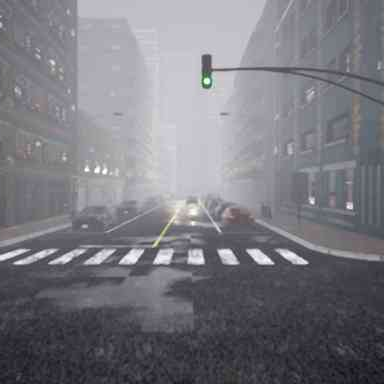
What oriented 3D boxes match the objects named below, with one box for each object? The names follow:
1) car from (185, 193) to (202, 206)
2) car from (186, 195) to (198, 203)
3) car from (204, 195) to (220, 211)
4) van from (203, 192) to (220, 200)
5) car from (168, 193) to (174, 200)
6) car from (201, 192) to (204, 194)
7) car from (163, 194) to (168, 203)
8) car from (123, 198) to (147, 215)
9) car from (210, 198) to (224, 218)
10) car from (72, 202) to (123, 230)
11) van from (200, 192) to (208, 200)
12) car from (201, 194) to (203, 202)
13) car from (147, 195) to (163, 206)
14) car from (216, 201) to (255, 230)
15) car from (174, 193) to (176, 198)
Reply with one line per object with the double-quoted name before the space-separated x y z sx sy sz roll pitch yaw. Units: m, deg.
"car" 0.007 1.230 48.891 2.033 1.411 5.357 0 0 0
"car" 0.010 1.183 59.314 1.994 1.385 4.181 0 0 0
"car" 2.690 1.305 36.422 1.887 1.381 4.507 0 0 0
"van" 2.689 1.067 41.944 1.690 1.788 3.998 0 0 0
"car" -5.686 1.051 74.929 1.752 1.417 4.829 0 0 0
"car" 2.693 1.114 64.208 1.752 1.417 4.829 -1 0 0
"car" -5.688 1.206 58.529 1.802 1.307 4.206 0 0 0
"car" -5.692 1.362 30.912 1.947 1.339 4.313 0 0 0
"car" 2.688 1.397 25.375 1.947 1.339 4.313 0 0 0
"car" -5.694 1.433 19.865 1.947 1.339 4.313 0 0 0
"van" 2.693 0.866 75.084 1.690 1.788 3.998 -1 0 0
"car" 2.692 1.257 47.469 1.947 1.339 4.313 0 0 0
"car" -5.690 1.236 47.482 1.887 1.381 4.507 0 0 0
"car" 2.687 1.449 19.852 1.802 1.307 4.206 0 0 0
"car" -5.682 0.994 91.669 1.947 1.339 4.313 0 0 0
